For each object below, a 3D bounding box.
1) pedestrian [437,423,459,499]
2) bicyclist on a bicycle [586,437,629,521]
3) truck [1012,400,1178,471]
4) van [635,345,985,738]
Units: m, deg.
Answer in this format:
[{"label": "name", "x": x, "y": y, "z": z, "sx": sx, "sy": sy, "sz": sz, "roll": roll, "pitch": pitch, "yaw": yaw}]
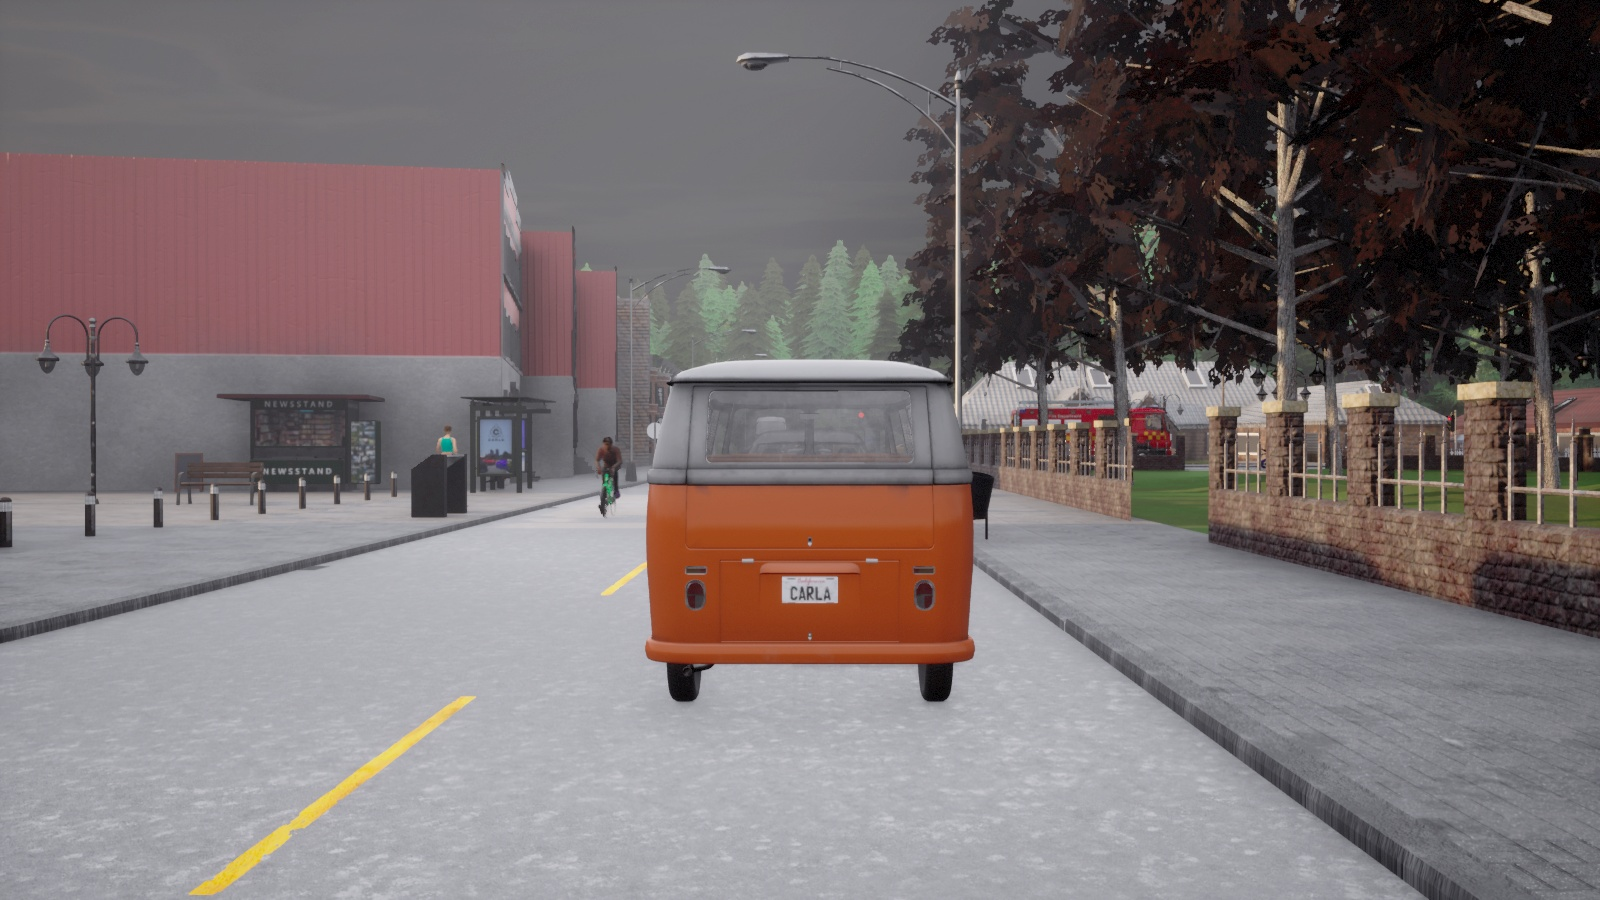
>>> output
[{"label": "pedestrian", "x": -8.627, "y": 0.273, "z": 30.768, "sx": 0.345, "sy": 1.836, "sz": 0.594, "roll": 0, "pitch": 0, "yaw": 4}, {"label": "bicyclist on a bicycle", "x": -3.823, "y": 0.555, "z": 25.037, "sx": 0.582, "sy": 1.620, "sz": 1.656, "roll": 0, "pitch": 1, "yaw": 0}, {"label": "truck", "x": 16.223, "y": -0.797, "z": 69.380, "sx": 8.468, "sy": 3.827, "sz": 2.891, "roll": 0, "pitch": 0, "yaw": -1}, {"label": "van", "x": 0.064, "y": 0.451, "z": 8.585, "sx": 1.775, "sy": 1.987, "sz": 4.442, "roll": 0, "pitch": 0, "yaw": 0}]
